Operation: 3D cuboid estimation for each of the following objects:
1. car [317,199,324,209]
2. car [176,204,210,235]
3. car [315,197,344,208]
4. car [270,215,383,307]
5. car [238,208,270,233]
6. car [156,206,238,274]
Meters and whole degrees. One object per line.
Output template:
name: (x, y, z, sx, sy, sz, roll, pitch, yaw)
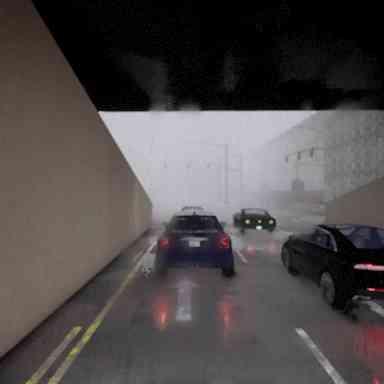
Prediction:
car: (17.454, 1.480, 42.251, 2.038, 1.542, 4.974, 0, 0, 45)
car: (0.039, 1.540, 19.831, 1.812, 1.442, 4.674, 0, 0, -1)
car: (17.490, 1.322, 42.288, 1.853, 1.218, 4.536, 0, 0, 45)
car: (3.569, 1.497, 7.952, 2.128, 1.511, 4.902, 0, 0, 0)
car: (3.562, 1.615, 19.844, 1.895, 1.301, 4.718, 0, 0, 0)
car: (0.068, 1.360, 10.756, 2.097, 1.767, 4.553, 0, 0, 0)
